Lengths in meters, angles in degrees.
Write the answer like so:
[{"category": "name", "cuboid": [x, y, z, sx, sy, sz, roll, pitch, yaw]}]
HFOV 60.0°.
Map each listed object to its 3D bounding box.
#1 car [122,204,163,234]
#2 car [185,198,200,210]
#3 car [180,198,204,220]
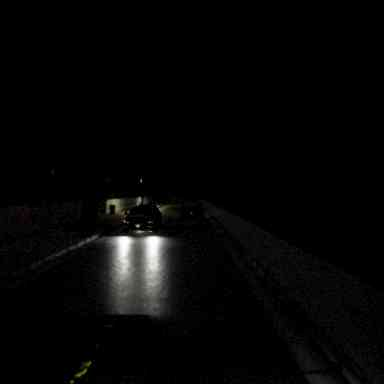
[{"category": "car", "cuboid": [-2.779, 1.517, 19.510, 1.837, 1.490, 4.892, 0, -1, 0]}, {"category": "car", "cuboid": [0.035, 1.585, 45.066, 1.837, 1.490, 4.892, 0, 0, -1]}, {"category": "car", "cuboid": [-0.006, 1.512, 28.634, 1.882, 1.535, 5.008, 0, 0, 0]}]
